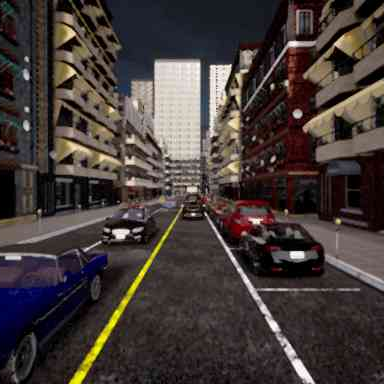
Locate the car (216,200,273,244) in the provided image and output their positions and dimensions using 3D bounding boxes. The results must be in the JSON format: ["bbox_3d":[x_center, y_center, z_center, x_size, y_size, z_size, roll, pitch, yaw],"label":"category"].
[{"bbox_3d":[2.560,1.315,15.712,2.192,1.841,5.009,-1,0,0],"label":"car"}]

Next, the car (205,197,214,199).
[{"bbox_3d":[2.572,1.563,37.908,1.947,1.339,4.313,-1,0,0],"label":"car"}]

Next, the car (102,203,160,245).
[{"bbox_3d":[-2.809,1.490,15.592,2.128,1.511,4.902,0,0,0],"label":"car"}]

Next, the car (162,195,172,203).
[{"bbox_3d":[-5.296,1.431,71.185,1.967,1.590,4.097,-1,0,0],"label":"car"}]

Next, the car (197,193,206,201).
[{"bbox_3d":[2.590,1.300,87.849,2.192,1.841,5.009,-1,0,0],"label":"car"}]

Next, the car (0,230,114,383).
[{"bbox_3d":[-2.844,1.601,5.427,1.895,1.301,4.718,0,0,0],"label":"car"}]

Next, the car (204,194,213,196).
[{"bbox_3d":[2.576,1.309,54.555,2.192,1.841,5.009,-1,0,0],"label":"car"}]

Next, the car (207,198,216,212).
[{"bbox_3d":[2.570,1.580,32.359,1.802,1.307,4.206,-1,0,0],"label":"car"}]

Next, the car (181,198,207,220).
[{"bbox_3d":[0.104,1.503,28.482,1.837,1.490,4.892,0,0,0],"label":"car"}]

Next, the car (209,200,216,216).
[{"bbox_3d":[2.568,1.581,26.810,1.802,1.307,4.206,-1,0,0],"label":"car"}]

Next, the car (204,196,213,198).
[{"bbox_3d":[2.574,1.547,43.457,2.008,1.369,4.403,-1,0,0],"label":"car"}]

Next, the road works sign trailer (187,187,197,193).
[{"bbox_3d":[0.010,0.575,75.975,2.380,3.560,2.880,-1,1,0],"label":"road works sign trailer"}]

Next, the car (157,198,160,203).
[{"bbox_3d":[-5.299,1.519,59.917,1.752,1.417,4.829,-1,0,0],"label":"car"}]

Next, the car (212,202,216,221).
[{"bbox_3d":[2.565,1.550,21.261,2.008,1.369,4.403,-1,0,0],"label":"car"}]

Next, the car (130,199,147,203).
[{"bbox_3d":[-5.312,1.439,32.341,1.967,1.590,4.097,-1,0,0],"label":"car"}]

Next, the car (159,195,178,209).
[{"bbox_3d":[-2.818,1.544,44.623,2.033,1.411,5.357,0,0,0],"label":"car"}]

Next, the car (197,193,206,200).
[{"bbox_3d":[2.592,1.298,93.398,2.192,1.841,5.009,-1,0,0],"label":"car"}]

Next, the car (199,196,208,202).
[{"bbox_3d":[2.589,1.571,76.751,1.802,1.307,4.206,-1,0,0],"label":"car"}]

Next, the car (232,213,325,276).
[{"bbox_3d":[2.561,1.566,10.163,1.947,1.339,4.313,-1,0,0],"label":"car"}]

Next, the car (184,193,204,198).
[{"bbox_3d":[0.110,1.218,42.893,2.150,2.045,5.566,0,0,0],"label":"car"}]

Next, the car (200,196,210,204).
[{"bbox_3d":[2.583,1.517,65.823,1.752,1.417,4.829,-1,0,0],"label":"car"}]
